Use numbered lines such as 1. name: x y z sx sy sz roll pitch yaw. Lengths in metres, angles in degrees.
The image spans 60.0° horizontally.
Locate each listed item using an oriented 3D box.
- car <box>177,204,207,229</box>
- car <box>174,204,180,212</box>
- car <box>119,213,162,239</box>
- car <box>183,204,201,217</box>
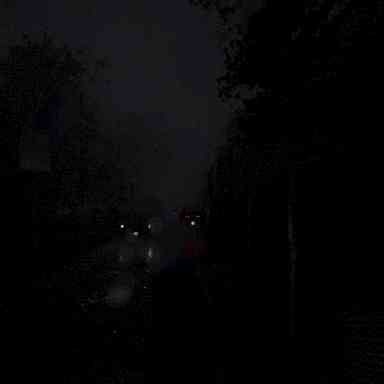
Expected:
1. car: 0.051 1.883 24.483 1.837 1.490 4.892 0 -2 0
2. car: -2.130 2.894 59.671 2.128 1.511 4.902 0 -2 5
3. car: -2.880 1.874 19.230 1.895 1.301 4.718 0 -1 0
4. car: 0.076 2.316 41.677 2.128 1.511 4.902 0 -2 1
